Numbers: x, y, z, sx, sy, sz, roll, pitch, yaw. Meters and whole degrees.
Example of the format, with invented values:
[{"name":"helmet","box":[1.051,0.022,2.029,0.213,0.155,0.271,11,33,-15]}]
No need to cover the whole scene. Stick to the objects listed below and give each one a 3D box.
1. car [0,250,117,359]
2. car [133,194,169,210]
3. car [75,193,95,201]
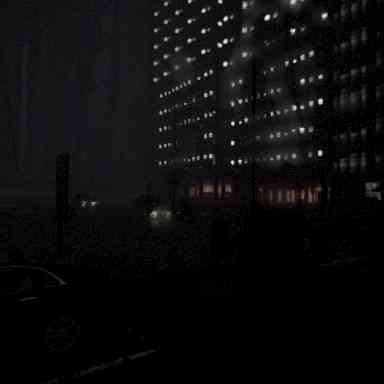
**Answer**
[{"name":"car","box":[-3.222,1.551,4.411,4.403,1.369,2.008,0,1,-36]},{"name":"car","box":[-4.173,0.971,33.510,1.882,1.535,5.008,1,1,-35]},{"name":"car","box":[-16.657,0.741,51.644,1.895,1.301,4.718,1,1,-35]}]
